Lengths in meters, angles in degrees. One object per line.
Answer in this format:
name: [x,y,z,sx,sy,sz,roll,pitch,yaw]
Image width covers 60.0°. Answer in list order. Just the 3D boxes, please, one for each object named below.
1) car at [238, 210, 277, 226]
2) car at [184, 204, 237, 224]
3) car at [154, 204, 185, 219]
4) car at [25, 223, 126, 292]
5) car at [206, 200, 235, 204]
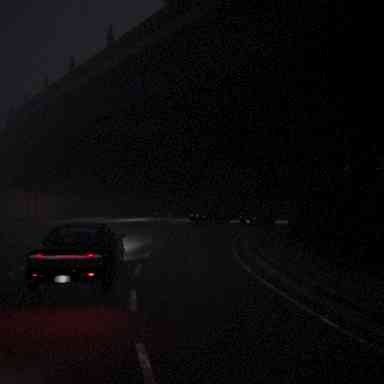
car: [6.019,2.249,29.909,1.895,1.301,4.718,1,-1,35]
car: [1.831,2.110,30.199,2.033,1.411,5.357,1,-1,33]
car: [-2.123,2.081,36.663,2.128,1.511,4.902,0,-1,38]
car: [-2.962,1.594,9.191,2.128,1.511,4.902,1,-1,-8]
car: [2.781,1.926,37.249,2.150,2.045,5.566,0,-2,43]
